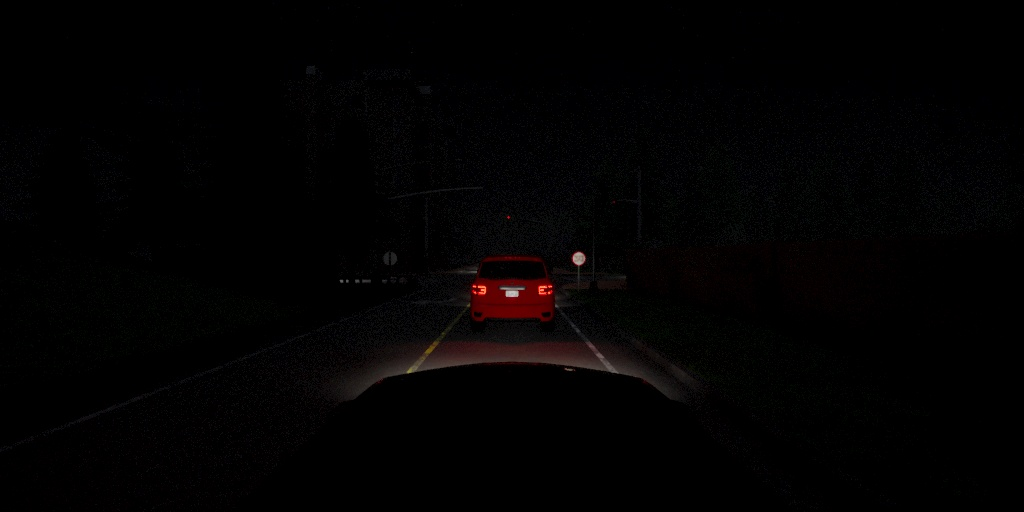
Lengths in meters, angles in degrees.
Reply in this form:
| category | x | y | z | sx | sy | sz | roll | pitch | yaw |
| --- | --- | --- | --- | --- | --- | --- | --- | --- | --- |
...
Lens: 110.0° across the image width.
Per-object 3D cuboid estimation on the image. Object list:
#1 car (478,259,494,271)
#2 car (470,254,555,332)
| category | x | y | z | sx | sy | sz | roll | pitch | yaw |
| --- | --- | --- | --- | --- | --- | --- | --- | --- | --- |
| car | -3.532 | 1.228 | 50.056 | 1.882 | 1.535 | 5.008 | 0 | 0 | 0 |
| car | 0.053 | 0.971 | 11.005 | 2.150 | 2.045 | 5.566 | 0 | 0 | 1 |
